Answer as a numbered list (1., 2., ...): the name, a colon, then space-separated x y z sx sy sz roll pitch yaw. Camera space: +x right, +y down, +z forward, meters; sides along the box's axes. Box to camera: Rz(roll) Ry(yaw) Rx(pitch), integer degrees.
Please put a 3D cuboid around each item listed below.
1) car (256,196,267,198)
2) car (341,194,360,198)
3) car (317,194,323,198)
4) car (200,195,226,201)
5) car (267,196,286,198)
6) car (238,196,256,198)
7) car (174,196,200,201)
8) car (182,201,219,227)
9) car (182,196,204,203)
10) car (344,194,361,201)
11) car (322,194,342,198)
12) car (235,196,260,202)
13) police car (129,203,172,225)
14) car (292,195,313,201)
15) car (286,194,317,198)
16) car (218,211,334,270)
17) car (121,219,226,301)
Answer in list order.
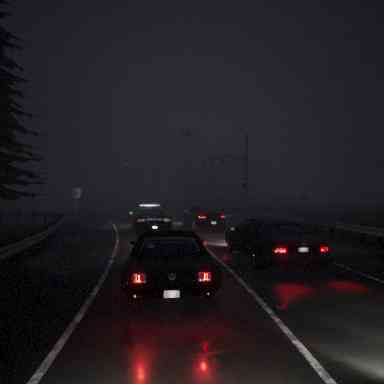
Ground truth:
1. car: 14.898 1.524 71.995 4.674 1.442 1.812 0 0 -21
2. car: 35.917 1.524 73.517 4.674 1.442 1.812 0 0 -27
3. car: 28.835 1.355 77.611 4.553 1.767 2.097 0 0 -23
4. car: 4.614 1.351 64.467 4.553 1.767 2.097 0 0 -20
5. car: 18.813 1.524 69.729 4.674 1.442 1.812 0 0 -21
6. car: 9.301 1.563 62.495 4.181 1.385 1.994 0 0 -20
7. car: -1.625 1.487 65.854 4.902 1.511 2.128 -1 0 -20
8. car: 0.666 1.526 20.513 1.812 1.442 4.674 0 0 -13
9. car: 0.291 1.552 70.236 4.181 1.385 1.994 0 0 -21
10. car: 41.472 1.353 86.034 4.553 1.767 2.097 0 0 -39
11. car: 33.006 1.540 75.883 5.357 1.411 2.033 0 0 -27
12. car: 12.506 1.540 74.834 5.357 1.411 2.033 0 0 -21
13. police car: -2.277 1.425 17.821 1.930 1.638 5.238 0 0 -13
14. car: 26.834 1.500 80.532 4.892 1.490 1.837 0 0 -23
15. car: 22.151 1.500 67.246 4.892 1.490 1.837 0 0 -21
16. car: 2.535 1.547 11.113 2.033 1.411 5.357 0 0 -8
17. car: -0.606 1.601 8.357 1.895 1.301 4.718 0 0 -6
